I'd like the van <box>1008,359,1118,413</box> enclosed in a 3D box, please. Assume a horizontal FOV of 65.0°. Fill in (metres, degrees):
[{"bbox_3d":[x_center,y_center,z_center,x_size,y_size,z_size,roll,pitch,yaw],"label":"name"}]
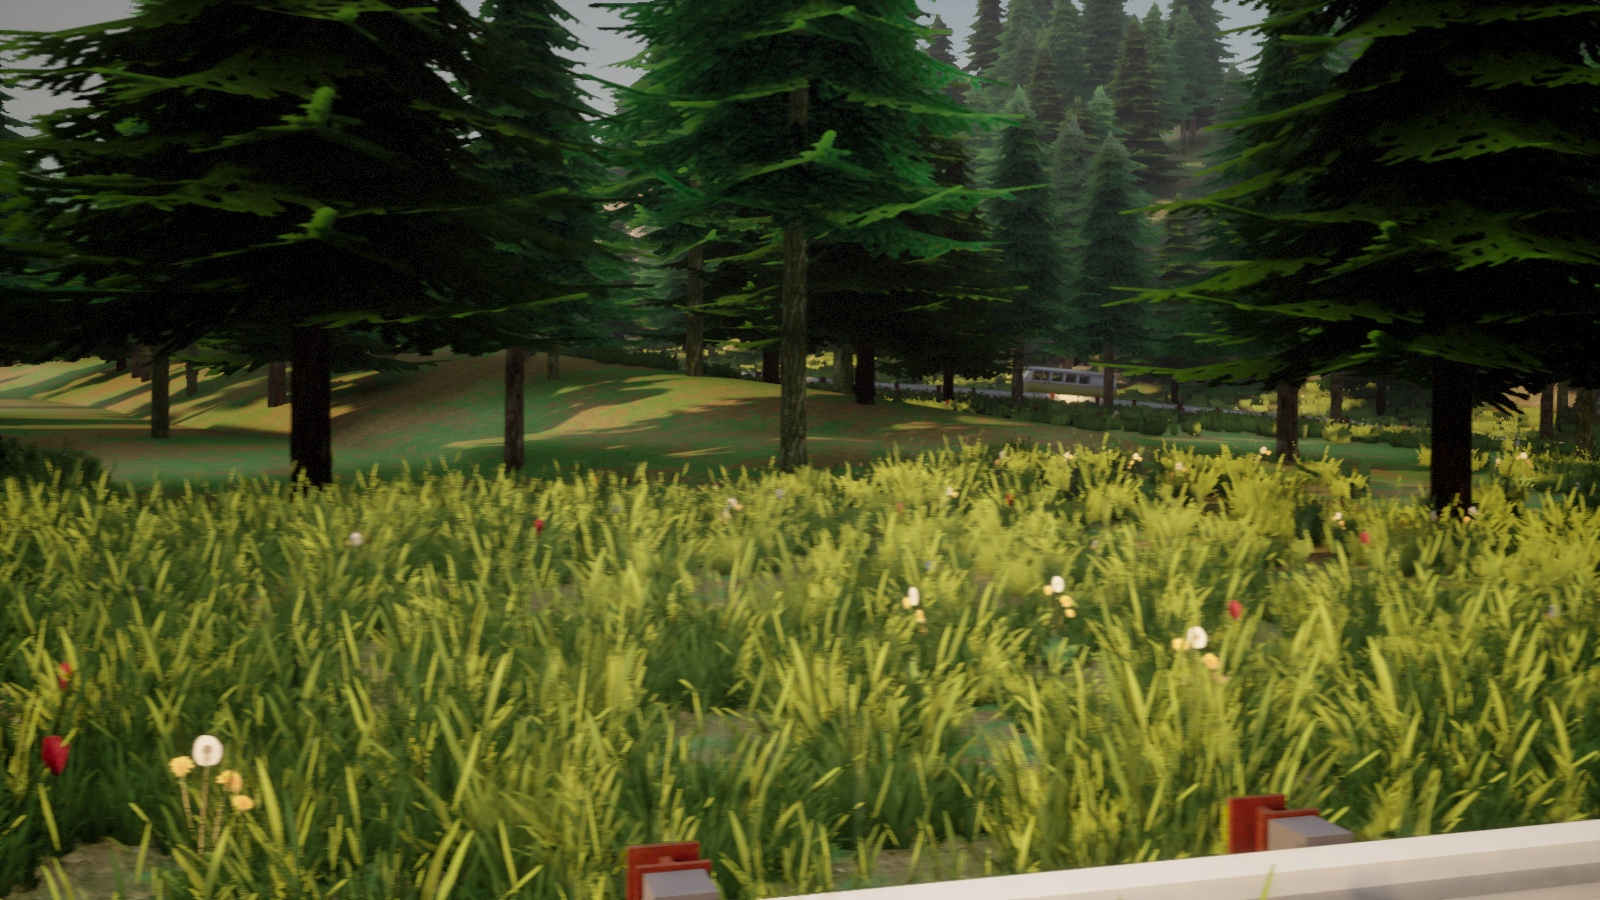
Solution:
[{"bbox_3d":[11.441,-2.793,54.849,4.442,1.987,1.775,5,2,8],"label":"van"}]
